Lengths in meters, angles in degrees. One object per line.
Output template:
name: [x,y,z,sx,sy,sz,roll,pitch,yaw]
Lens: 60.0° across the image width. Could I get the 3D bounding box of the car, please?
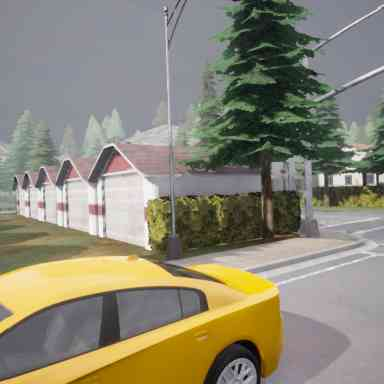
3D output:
car: [-1.296,1.455,3.068,5.008,1.535,1.882,-2,1,-35]
